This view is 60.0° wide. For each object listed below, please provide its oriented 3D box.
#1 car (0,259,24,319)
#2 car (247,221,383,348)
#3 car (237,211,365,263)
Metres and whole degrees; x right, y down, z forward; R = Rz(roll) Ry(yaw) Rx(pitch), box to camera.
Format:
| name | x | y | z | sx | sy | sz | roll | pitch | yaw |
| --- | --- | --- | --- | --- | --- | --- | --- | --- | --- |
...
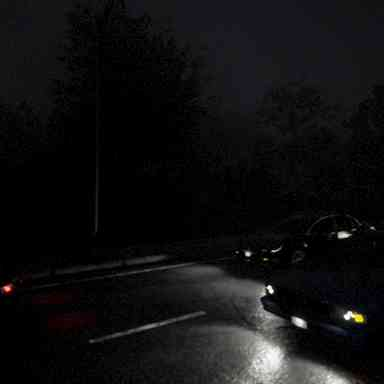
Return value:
| name | x | y | z | sx | sy | sz | roll | pitch | yaw |
| --- | --- | --- | --- | --- | --- | --- | --- | --- | --- |
| car | -5.277 | 1.538 | 4.397 | 5.357 | 1.411 | 2.033 | 0 | 0 | -36 |
| car | 3.793 | 1.457 | 6.258 | 5.357 | 1.411 | 2.033 | -1 | 1 | -33 |
| car | 3.592 | 1.372 | 10.184 | 4.892 | 1.490 | 1.837 | -1 | 1 | -30 |
